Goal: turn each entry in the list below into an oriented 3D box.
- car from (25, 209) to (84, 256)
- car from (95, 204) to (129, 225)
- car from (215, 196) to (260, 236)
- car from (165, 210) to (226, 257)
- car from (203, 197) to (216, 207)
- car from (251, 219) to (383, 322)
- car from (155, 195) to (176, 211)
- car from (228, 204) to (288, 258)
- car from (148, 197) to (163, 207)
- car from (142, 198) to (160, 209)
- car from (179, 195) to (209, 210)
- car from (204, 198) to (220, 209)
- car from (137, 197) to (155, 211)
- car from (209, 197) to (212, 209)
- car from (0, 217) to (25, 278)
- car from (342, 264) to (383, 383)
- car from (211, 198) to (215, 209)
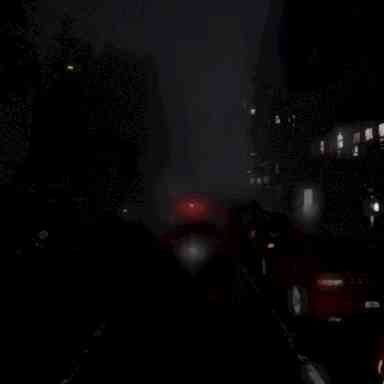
[{"bbox_3d":[-5.688,1.437,12.820,1.967,1.590,4.097,0,0,0],"label":"car"},{"bbox_3d":[-5.683,1.546,24.082,2.008,1.369,4.403,0,0,0],"label":"car"},{"bbox_3d":[2.694,1.311,18.449,2.192,1.841,5.009,0,0,0],"label":"car"},{"bbox_3d":[0.067,1.598,12.829,1.895,1.301,4.718,0,0,0],"label":"car"},{"bbox_3d":[2.705,1.529,52.402,1.752,1.417,4.829,0,0,0],"label":"car"},{"bbox_3d":[2.691,1.543,7.190,1.887,1.381,4.507,0,0,0],"label":"car"},{"bbox_3d":[-3.085,1.502,40.995,1.837,1.490,4.892,0,0,0],"label":"car"},{"bbox_3d":[2.693,1.437,12.819,1.967,1.590,4.097,0,0,0],"label":"car"},{"bbox_3d":[-5.676,1.529,52.064,1.752,1.417,4.829,0,0,0],"label":"car"},{"bbox_3d":[-5.676,1.551,46.603,2.008,1.369,4.403,0,0,0],"label":"car"},{"bbox_3d":[0.076,1.219,28.234,2.150,2.045,5.566,0,0,0],"label":"car"},{"bbox_3d":[2.704,1.566,46.601,1.947,1.339,4.313,0,0,0],"label":"car"},{"bbox_3d":[-5.679,1.523,40.803,1.752,1.417,4.829,0,0,0],"label":"car"},{"bbox_3d":[2.701,1.437,40.970,1.967,1.590,4.097,0,0,0],"label":"car"},{"bbox_3d":[-5.689,1.438,7.192,1.967,1.590,4.097,0,0,0],"label":"car"},{"bbox_3d":[2.690,1.544,1.559,1.887,1.381,4.507,0,0,0],"label":"car"},{"bbox_3d":[2.696,1.435,24.080,1.967,1.590,4.097,0,0,0],"label":"car"}]
